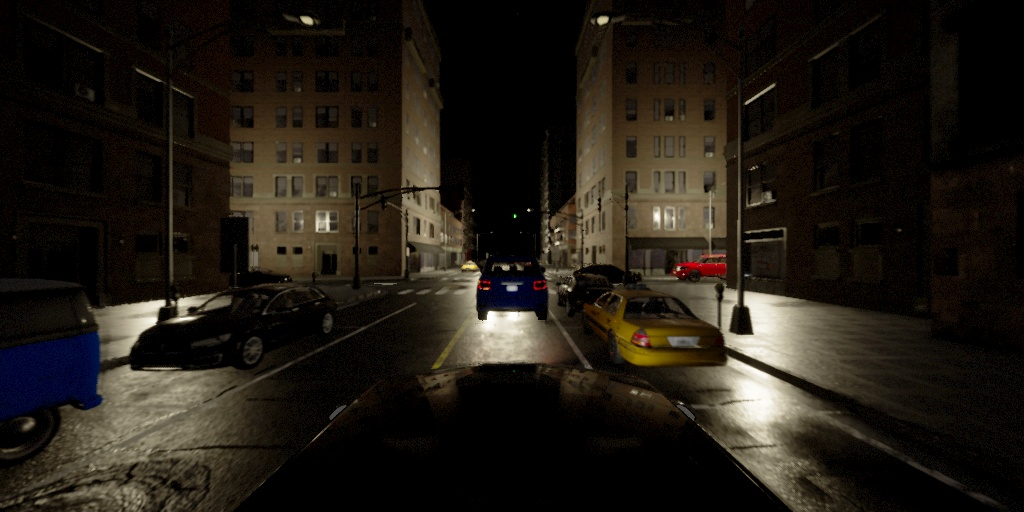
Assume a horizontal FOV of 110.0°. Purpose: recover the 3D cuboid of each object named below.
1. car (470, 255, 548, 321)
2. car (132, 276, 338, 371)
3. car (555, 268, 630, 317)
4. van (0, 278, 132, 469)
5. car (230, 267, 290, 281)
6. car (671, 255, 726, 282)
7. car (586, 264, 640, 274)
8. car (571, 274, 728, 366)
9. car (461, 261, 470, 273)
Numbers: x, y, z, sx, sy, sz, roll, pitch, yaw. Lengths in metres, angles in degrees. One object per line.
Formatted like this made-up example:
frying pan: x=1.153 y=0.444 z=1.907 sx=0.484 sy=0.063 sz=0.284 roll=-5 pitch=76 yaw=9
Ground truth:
car: x=0.015 y=0.991 z=12.619 sx=2.150 sy=2.045 sz=5.566 roll=0 pitch=0 yaw=0
car: x=-5.388 y=1.311 z=7.673 sx=2.007 sy=1.370 sz=4.403 roll=0 pitch=0 yaw=0
car: x=2.643 y=1.321 z=13.077 sx=2.007 sy=1.370 sz=4.403 roll=0 pitch=0 yaw=0
van: x=-5.391 y=1.092 z=2.266 sx=1.690 sy=1.789 sz=3.998 roll=0 pitch=0 yaw=0
car: x=-17.583 y=1.446 z=24.725 sx=4.181 sy=1.385 sz=1.994 roll=0 pitch=0 yaw=0
car: x=15.342 y=0.924 z=27.717 sx=5.566 sy=2.045 sz=2.150 roll=0 pitch=0 yaw=0
car: x=6.375 y=1.282 z=24.109 sx=4.674 sy=1.442 sz=1.812 roll=-1 pitch=-1 yaw=-12
car: x=2.647 y=1.286 z=7.841 sx=1.751 sy=1.417 sz=4.829 roll=0 pitch=0 yaw=0
car: x=-5.373 y=1.353 z=45.466 sx=1.751 sy=1.417 sz=4.829 roll=0 pitch=0 yaw=0
